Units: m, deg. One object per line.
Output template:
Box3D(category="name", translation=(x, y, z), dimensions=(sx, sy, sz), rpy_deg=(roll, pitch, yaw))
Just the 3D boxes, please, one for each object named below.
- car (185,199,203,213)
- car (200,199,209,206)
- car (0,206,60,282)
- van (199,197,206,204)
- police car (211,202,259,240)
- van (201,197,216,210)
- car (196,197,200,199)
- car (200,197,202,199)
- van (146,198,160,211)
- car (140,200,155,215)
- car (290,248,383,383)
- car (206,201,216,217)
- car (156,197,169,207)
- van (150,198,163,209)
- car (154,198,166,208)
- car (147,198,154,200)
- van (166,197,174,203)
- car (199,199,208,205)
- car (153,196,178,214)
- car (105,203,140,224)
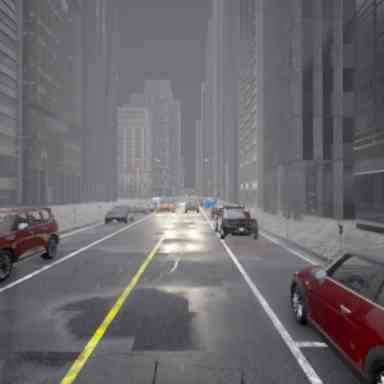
Box3D(category="car", translation=(0.018, 1.931, 43.181), dimensions=(2.033, 1.411, 5.357), rpy_deg=(0, 0, 0))
Box3D(category="car", translation=(2.691, 2.222, 72.241), dimensions=(1.802, 1.307, 4.206), rpy_deg=(0, -1, 0))
Box3D(category="car", translation=(-5.776, 1.406, 10.185), dimensions=(2.192, 1.841, 5.009), rpy_deg=(0, -1, 0))
Box3D(category="van", translation=(2.679, 2.080, 83.524), dimensions=(1.690, 1.788, 3.998), rpy_deg=(0, -1, 0))
Box3D(category="police car", translation=(2.350, 1.589, 18.333), dimensions=(1.930, 1.638, 5.238), rpy_deg=(0, -1, 0))
Box3D(category="van", translation=(2.711, 1.782, 49.681), dimensions=(1.690, 1.788, 3.998), rpy_deg=(0, -1, 0))
Box3D(category="car", translation=(-0.053, 2.007, 56.620), dimensions=(1.837, 1.490, 4.892), rpy_deg=(0, -1, 0))
Box3D(category="car", translation=(2.696, 2.172, 66.600), dimensions=(1.802, 1.307, 4.206), rpy_deg=(0, -1, 0))
Box3D(category="van", translation=(-5.814, 1.782, 49.668), dimensions=(1.690, 1.788, 3.998), rpy_deg=(0, -1, 0))
Box3D(category="car", translation=(-5.802, 1.892, 38.386), dimensions=(2.008, 1.369, 4.403), rpy_deg=(0, -1, 0))
Box3D(category="car", translation=(2.755, 1.482, 4.557), dimensions=(1.967, 1.590, 4.097), rpy_deg=(0, -1, 0))
Box3D(category="car", translation=(2.728, 1.836, 32.758), dimensions=(1.887, 1.381, 4.507), rpy_deg=(0, -1, 0))
Box3D(category="car", translation=(-5.830, 1.905, 66.591), dimensions=(2.192, 1.841, 5.009), rpy_deg=(0, -1, 0))
Box3D(category="van", translation=(-5.819, 1.831, 55.309), dimensions=(1.690, 1.788, 3.998), rpy_deg=(0, -1, 0))
Box3D(category="car", translation=(-5.824, 1.980, 60.948), dimensions=(1.967, 1.590, 4.097), rpy_deg=(0, -1, 0))
Box3D(category="car", translation=(-5.808, 1.915, 43.856), dimensions=(1.752, 1.417, 4.829), rpy_deg=(0, -1, 0))
Box3D(category="van", translation=(-5.852, 2.129, 89.154), dimensions=(1.690, 1.788, 3.998), rpy_deg=(0, -1, 0))
Box3D(category="car", translation=(2.685, 2.255, 77.882), dimensions=(1.947, 1.339, 4.313), rpy_deg=(0, -1, 0))
Box3D(category="car", translation=(-3.130, 1.714, 40.712), dimensions=(2.097, 1.767, 4.553), rpy_deg=(0, -1, 0))
Box3D(category="car", translation=(-5.791, 1.807, 27.104), dimensions=(1.947, 1.339, 4.313), rpy_deg=(0, -1, 0))
